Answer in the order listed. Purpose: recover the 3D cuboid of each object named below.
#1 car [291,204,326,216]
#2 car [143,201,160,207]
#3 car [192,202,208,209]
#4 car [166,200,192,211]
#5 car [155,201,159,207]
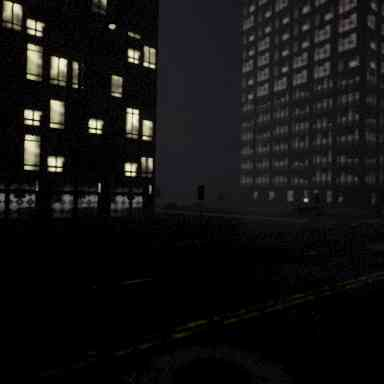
[{"bbox_3d":[14.477,2.172,41.410,2.008,1.369,4.403,1,-1,-36],"label":"car"},{"bbox_3d":[-8.949,2.570,73.207,1.947,1.339,4.313,1,-1,-36],"label":"car"},{"bbox_3d":[1.047,2.406,59.546,1.947,1.339,4.313,1,-1,-36],"label":"car"},{"bbox_3d":[-2.389,2.008,50.056,1.967,1.590,4.097,1,-1,-36],"label":"car"},{"bbox_3d":[-8.612,2.341,63.121,1.994,1.385,4.181,2,-2,-36],"label":"car"}]
